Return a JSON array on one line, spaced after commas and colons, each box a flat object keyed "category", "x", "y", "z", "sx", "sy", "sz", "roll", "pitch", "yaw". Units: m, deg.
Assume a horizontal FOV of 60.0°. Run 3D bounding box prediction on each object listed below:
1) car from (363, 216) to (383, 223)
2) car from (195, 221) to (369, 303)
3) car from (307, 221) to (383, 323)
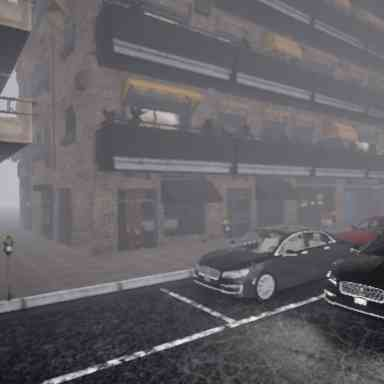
[{"category": "car", "x": 6.585, "y": 1.498, "z": 11.264, "sx": 4.507, "sy": 1.381, "sz": 1.887, "roll": 0, "pitch": 0, "yaw": -36}, {"category": "car", "x": 2.087, "y": 1.526, "z": 8.054, "sx": 4.403, "sy": 1.369, "sz": 2.008, "roll": 0, "pitch": 0, "yaw": -36}, {"category": "car", "x": 4.642, "y": 1.476, "z": 6.668, "sx": 4.892, "sy": 1.490, "sz": 1.837, "roll": 0, "pitch": 0, "yaw": -35}]
